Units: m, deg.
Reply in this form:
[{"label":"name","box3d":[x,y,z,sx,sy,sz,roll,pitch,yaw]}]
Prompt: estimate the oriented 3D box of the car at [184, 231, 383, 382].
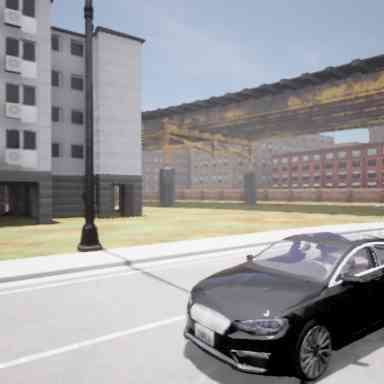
[{"label":"car","box3d":[2.154,1.467,5.484,4.902,1.511,2.128,0,0,-35]}]
